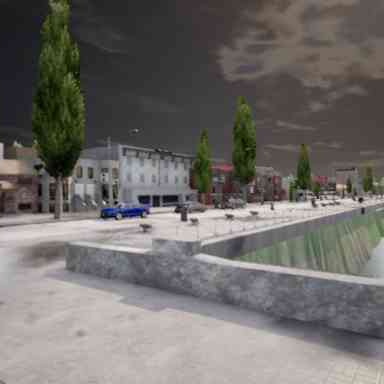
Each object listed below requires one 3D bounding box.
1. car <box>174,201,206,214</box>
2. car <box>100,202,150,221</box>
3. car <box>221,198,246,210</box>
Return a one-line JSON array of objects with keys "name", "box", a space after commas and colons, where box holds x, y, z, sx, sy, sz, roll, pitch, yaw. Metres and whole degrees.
[{"name": "car", "box": [-0.175, 1.723, 37.678, 1.994, 1.385, 4.181, -1, 0, 35]}, {"name": "car", "box": [-5.902, 1.637, 29.628, 1.882, 1.535, 5.008, -1, 0, 35]}, {"name": "car", "box": [5.740, 1.662, 45.950, 1.837, 1.490, 4.892, -1, 0, 36]}]
